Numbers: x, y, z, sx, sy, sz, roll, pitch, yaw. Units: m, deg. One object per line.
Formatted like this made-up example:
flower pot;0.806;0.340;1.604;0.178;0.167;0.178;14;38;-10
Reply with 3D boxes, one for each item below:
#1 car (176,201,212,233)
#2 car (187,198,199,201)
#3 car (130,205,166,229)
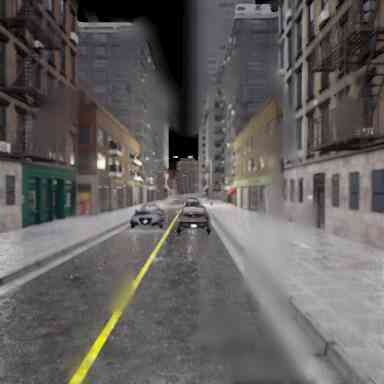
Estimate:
car;0.099;1.506;19.648;1.837;1.490;4.892;0;0;0
car;0.099;1.517;39.706;1.837;1.490;4.892;0;0;0
car;-2.761;1.566;21.731;1.994;1.385;4.181;0;0;0
